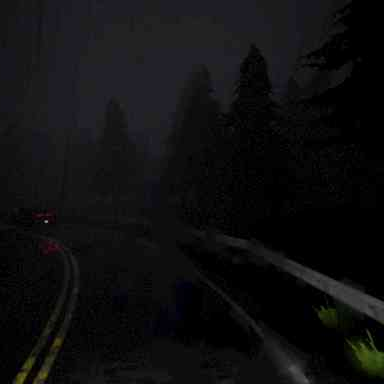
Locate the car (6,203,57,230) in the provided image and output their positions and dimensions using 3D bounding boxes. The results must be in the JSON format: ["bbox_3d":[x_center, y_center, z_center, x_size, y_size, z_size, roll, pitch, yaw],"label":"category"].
[{"bbox_3d":[-11.026,1.706,22.994,1.837,1.490,4.892,-5,2,-44],"label":"car"}]
